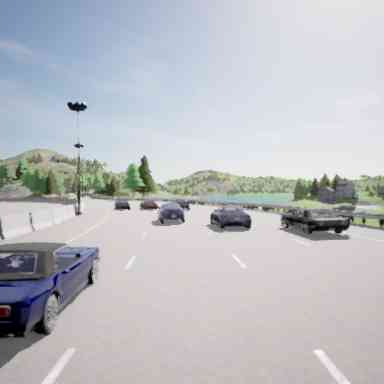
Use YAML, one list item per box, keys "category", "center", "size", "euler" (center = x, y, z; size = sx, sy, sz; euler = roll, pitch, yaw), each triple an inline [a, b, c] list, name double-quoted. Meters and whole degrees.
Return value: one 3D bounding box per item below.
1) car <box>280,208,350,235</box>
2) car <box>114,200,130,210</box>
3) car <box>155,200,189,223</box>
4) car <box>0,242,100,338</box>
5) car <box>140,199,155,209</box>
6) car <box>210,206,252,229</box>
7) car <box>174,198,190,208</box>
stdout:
- category: "car"
  center: [6.519, 1.532, 18.304]
  size: [1.895, 1.301, 4.718]
  euler: [-1, 0, -6]
- category: "car"
  center: [-10.291, 1.800, 48.677]
  size: [1.994, 1.385, 4.181]
  euler: [-1, 0, -17]
- category: "car"
  center: [-1.714, 1.595, 26.433]
  size: [1.812, 1.442, 4.674]
  euler: [0, 0, -9]
- category: "car"
  center: [-3.246, 1.661, 6.715]
  size: [1.895, 1.301, 4.718]
  euler: [-1, 0, -3]
- category: "car"
  center: [-6.216, 1.735, 47.163]
  size: [1.994, 1.385, 4.181]
  euler: [-1, 0, -17]
- category: "car"
  center: [2.414, 1.563, 21.638]
  size: [1.994, 1.385, 4.181]
  euler: [-1, 0, -8]
- category: "car"
  center: [-1.671, 1.588, 43.844]
  size: [2.128, 1.511, 4.902]
  euler: [-1, 0, -15]
